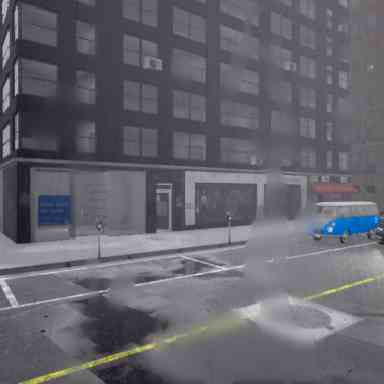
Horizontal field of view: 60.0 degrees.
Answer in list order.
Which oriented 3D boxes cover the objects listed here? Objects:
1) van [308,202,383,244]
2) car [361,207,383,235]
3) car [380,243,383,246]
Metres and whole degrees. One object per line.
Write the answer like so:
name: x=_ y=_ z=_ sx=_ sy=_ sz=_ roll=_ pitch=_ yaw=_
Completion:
van: x=7.074 y=1.342 z=15.444 sx=3.998 sy=1.788 sz=1.690 roll=0 pitch=0 yaw=-36
car: x=11.553 y=1.568 z=18.639 sx=4.313 sy=1.339 sz=1.947 roll=0 pitch=0 yaw=-35
car: x=9.717 y=1.493 z=14.172 sx=4.902 sy=1.511 sz=2.128 roll=0 pitch=0 yaw=-35
